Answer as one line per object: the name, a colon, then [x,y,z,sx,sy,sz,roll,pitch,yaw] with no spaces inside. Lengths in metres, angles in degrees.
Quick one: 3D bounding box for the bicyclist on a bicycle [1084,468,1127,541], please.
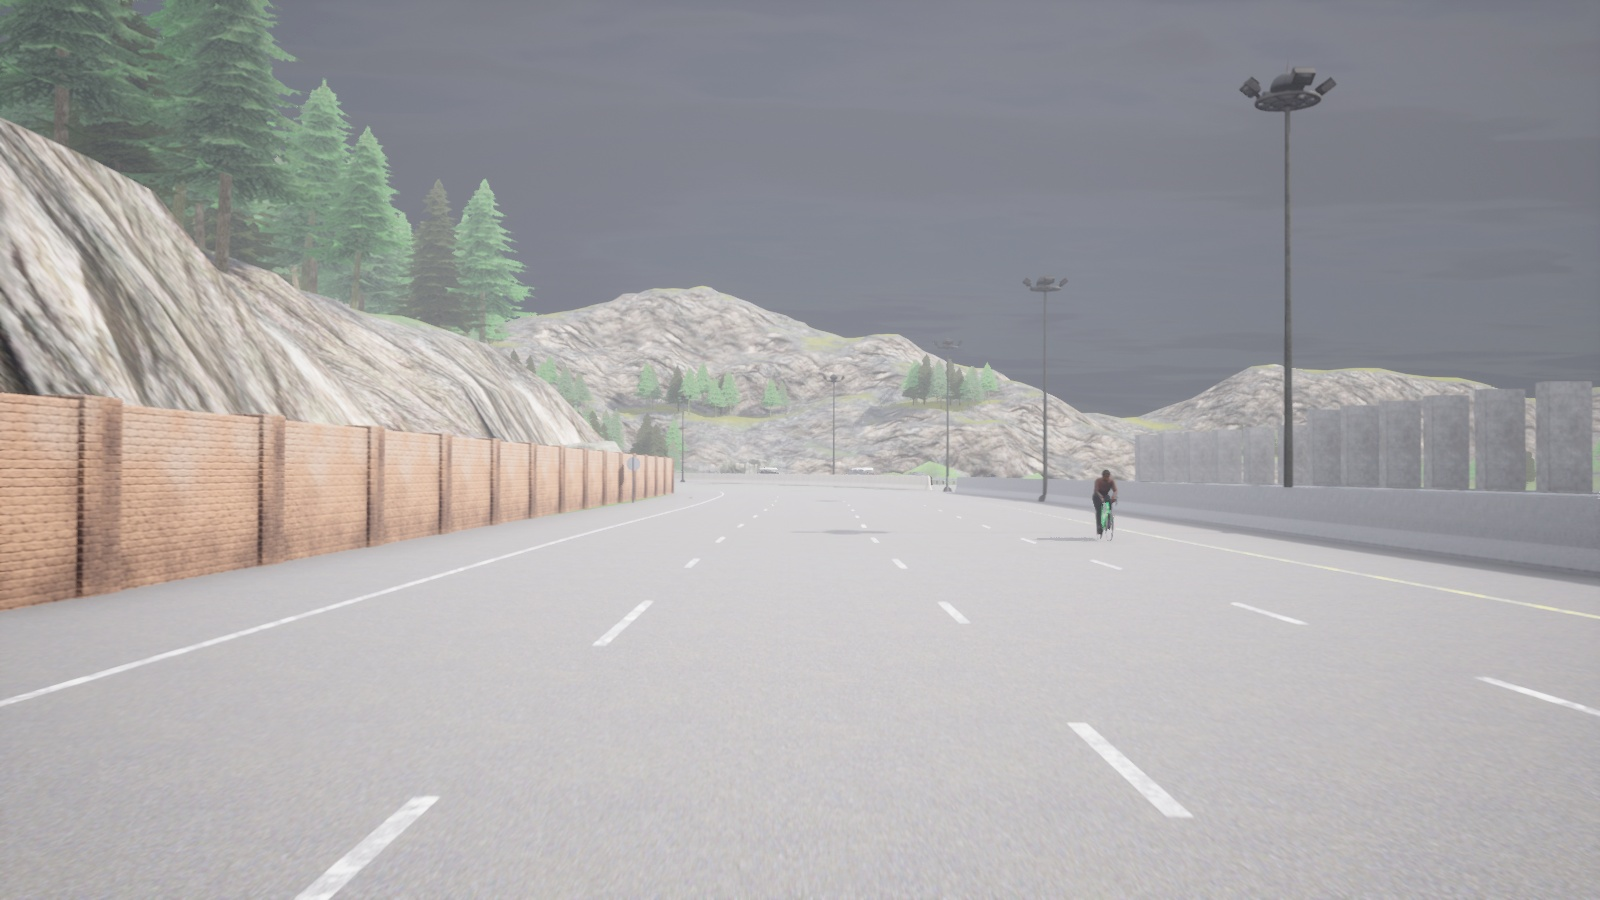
bicyclist on a bicycle: [6.969,1.219,28.665,0.582,1.620,1.656,0,-1,1]
